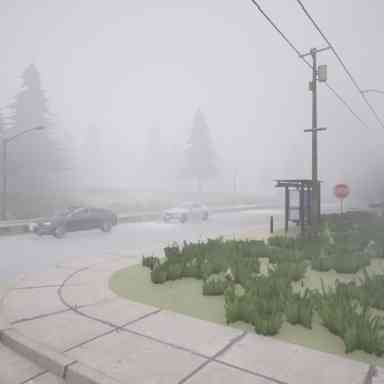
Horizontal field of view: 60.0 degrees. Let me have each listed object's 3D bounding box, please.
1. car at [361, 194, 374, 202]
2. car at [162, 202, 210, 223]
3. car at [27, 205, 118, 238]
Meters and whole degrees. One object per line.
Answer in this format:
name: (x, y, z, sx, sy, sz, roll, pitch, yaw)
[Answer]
car: (40.373, 1.355, 76.499, 2.097, 1.767, 4.553, 0, 0, 36)
car: (-0.363, 1.526, 25.874, 1.812, 1.442, 4.674, 0, 0, 36)
car: (-6.208, 1.491, 17.802, 2.128, 1.511, 4.902, 0, 0, 36)
